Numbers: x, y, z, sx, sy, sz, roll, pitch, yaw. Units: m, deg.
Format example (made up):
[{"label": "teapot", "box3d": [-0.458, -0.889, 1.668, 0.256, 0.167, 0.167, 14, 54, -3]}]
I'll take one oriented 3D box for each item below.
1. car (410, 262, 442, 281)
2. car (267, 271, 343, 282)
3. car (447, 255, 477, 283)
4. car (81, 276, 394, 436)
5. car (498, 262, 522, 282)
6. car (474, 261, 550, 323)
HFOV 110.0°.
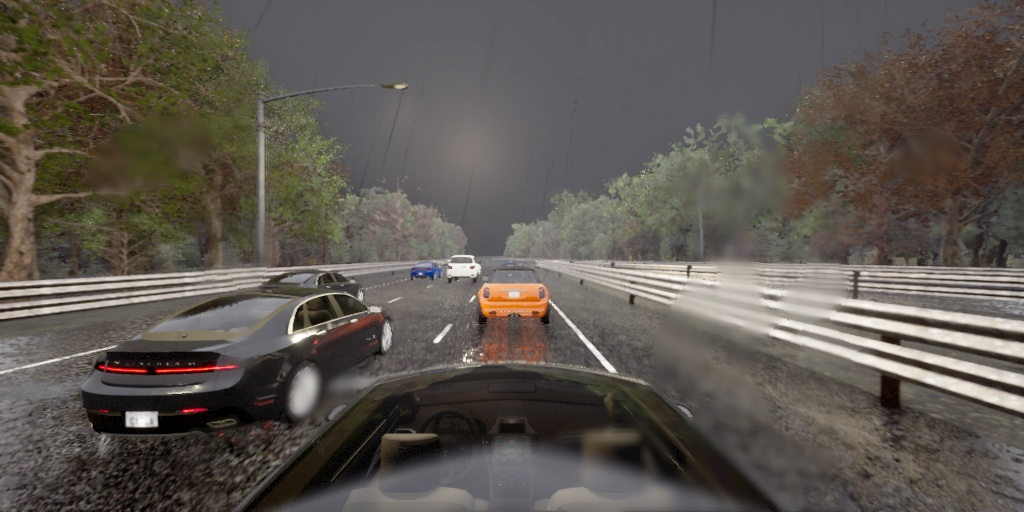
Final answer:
[{"label": "car", "box3d": [-7.196, 1.235, 30.485, 1.882, 1.535, 5.008, 0, 0, -1]}, {"label": "car", "box3d": [-6.956, 1.256, 12.779, 1.837, 1.490, 4.892, 0, 0, 0]}, {"label": "car", "box3d": [-3.645, 0.976, 27.939, 2.150, 2.045, 5.566, 0, 0, -1]}, {"label": "car", "box3d": [-3.417, 1.255, 5.724, 1.837, 1.490, 4.892, 0, 0, 0]}, {"label": "car", "box3d": [-0.183, 1.280, 29.887, 1.812, 1.442, 4.674, 0, 0, -1]}, {"label": "car", "box3d": [0.047, 1.100, 12.195, 2.097, 1.767, 4.553, 0, 0, 0]}]
